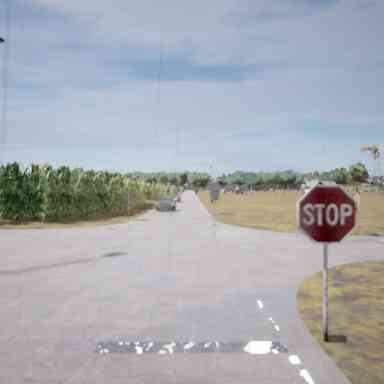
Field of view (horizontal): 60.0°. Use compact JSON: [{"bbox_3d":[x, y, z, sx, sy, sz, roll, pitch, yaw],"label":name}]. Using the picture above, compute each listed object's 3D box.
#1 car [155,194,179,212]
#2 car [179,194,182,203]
[{"bbox_3d":[-2.838,1.247,37.084,2.097,1.767,4.553,0,0,0],"label":"car"},{"bbox_3d":[-2.898,1.165,61.611,2.128,1.511,4.902,0,1,0],"label":"car"}]
